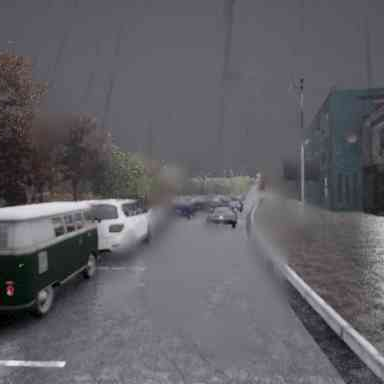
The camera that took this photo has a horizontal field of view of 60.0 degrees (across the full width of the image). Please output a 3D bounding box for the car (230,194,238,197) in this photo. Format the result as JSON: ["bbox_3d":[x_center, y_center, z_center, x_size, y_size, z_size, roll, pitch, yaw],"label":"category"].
[{"bbox_3d":[8.341,1.529,74.144,2.435,2.045,5.566,-1,0,12],"label":"car"}]

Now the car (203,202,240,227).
[{"bbox_3d":[2.213,1.653,23.724,1.994,1.385,4.181,0,0,9],"label":"car"}]

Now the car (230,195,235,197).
[{"bbox_3d":[6.972,1.785,67.538,2.002,1.452,4.674,-1,0,12],"label":"car"}]

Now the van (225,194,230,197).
[{"bbox_3d":[4.746,1.488,56.796,1.878,1.987,4.442,0,0,14],"label":"van"}]

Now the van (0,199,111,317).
[{"bbox_3d":[-3.461,1.279,7.544,1.878,1.987,4.442,-1,1,2],"label":"van"}]

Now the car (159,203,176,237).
[{"bbox_3d":[-2.422,1.600,18.557,2.002,1.452,4.674,-1,1,7],"label":"car"}]

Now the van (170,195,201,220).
[{"bbox_3d":[-0.728,1.378,29.683,1.878,1.987,4.442,-1,1,9],"label":"van"}]

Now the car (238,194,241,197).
[{"bbox_3d":[10.351,1.786,83.820,2.097,1.535,5.008,0,0,14],"label":"car"}]

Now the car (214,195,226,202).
[{"bbox_3d":[3.587,1.674,51.230,2.231,1.521,4.892,-1,1,10],"label":"car"}]

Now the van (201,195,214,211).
[{"bbox_3d":[1.144,1.412,39.458,1.878,1.987,4.442,-1,1,9],"label":"van"}]

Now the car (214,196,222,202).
[{"bbox_3d":[2.467,1.688,45.834,2.163,1.488,4.792,-1,1,10],"label":"car"}]

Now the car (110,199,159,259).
[{"bbox_3d":[-3.042,1.282,13.031,2.435,2.045,5.566,-1,1,3],"label":"car"}]

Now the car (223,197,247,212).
[{"bbox_3d":[5.459,1.694,41.666,2.033,1.411,5.357,0,0,11],"label":"car"}]
